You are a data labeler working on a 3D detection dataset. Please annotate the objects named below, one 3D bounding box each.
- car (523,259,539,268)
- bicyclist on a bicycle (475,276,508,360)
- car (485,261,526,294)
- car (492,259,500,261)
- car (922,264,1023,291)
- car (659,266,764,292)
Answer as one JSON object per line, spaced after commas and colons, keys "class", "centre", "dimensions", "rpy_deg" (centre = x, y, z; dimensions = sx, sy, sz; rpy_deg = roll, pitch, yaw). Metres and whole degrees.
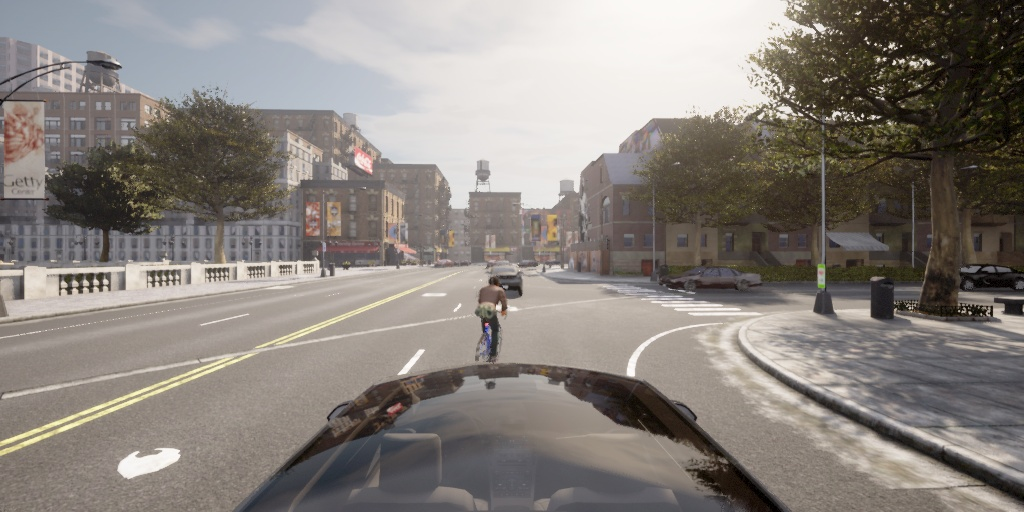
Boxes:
{"class": "car", "centre": [2.961, 1.297, 61.958], "dimensions": [2.033, 1.411, 5.357], "rpy_deg": [0, 0, 25]}
{"class": "bicyclist on a bicycle", "centre": [-0.375, 1.195, 6.442], "dimensions": [0.582, 1.620, 1.656], "rpy_deg": [1, -1, 12]}
{"class": "car", "centre": [-0.423, 1.257, 19.960], "dimensions": [1.837, 1.490, 4.892], "rpy_deg": [0, 1, -2]}
{"class": "car", "centre": [-1.003, 1.255, 39.229], "dimensions": [1.837, 1.490, 4.892], "rpy_deg": [0, 0, -1]}
{"class": "car", "centre": [27.463, 1.228, 21.301], "dimensions": [5.008, 1.535, 1.882], "rpy_deg": [0, 0, -2]}
{"class": "car", "centre": [11.455, 1.296, 20.769], "dimensions": [5.357, 1.411, 2.033], "rpy_deg": [0, 0, -2]}
